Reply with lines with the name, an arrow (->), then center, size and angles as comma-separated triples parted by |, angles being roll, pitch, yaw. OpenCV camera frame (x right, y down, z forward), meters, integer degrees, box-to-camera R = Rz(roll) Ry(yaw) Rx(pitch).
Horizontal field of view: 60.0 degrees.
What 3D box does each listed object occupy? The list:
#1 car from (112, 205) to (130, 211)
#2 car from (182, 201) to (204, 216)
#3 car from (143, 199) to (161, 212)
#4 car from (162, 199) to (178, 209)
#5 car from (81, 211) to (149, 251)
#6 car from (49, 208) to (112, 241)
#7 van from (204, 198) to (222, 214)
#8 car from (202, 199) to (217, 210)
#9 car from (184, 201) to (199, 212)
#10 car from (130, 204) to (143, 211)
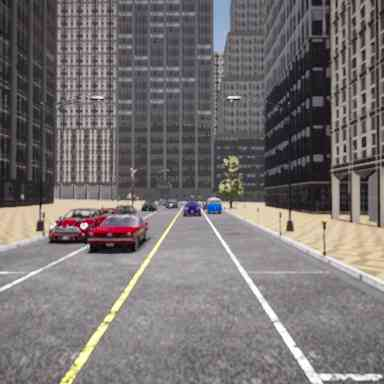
car -> -5.721, 1.761, 22.690 | 1.802, 1.307, 4.206 | 1, 0, 0
car -> 0.024, 1.806, 35.750 | 1.812, 1.442, 4.674 | 0, 0, 0
car -> -5.761, 1.920, 45.260 | 1.947, 1.339, 4.313 | 1, 0, 0
car -> -3.182, 1.905, 53.032 | 2.128, 1.511, 4.902 | 0, 0, 0
car -> -3.125, 1.719, 14.843 | 1.895, 1.301, 4.718 | 0, 0, 0
car -> -5.710, 1.575, 17.048 | 1.967, 1.590, 4.097 | 1, 0, 0
van -> 2.632, 1.651, 39.628 | 1.690, 1.788, 3.998 | 1, 0, 0
car -> 2.611, 1.837, 50.909 | 1.967, 1.590, 4.097 | 1, 0, 0
car -> -0.030, 1.961, 46.051 | 1.895, 1.301, 4.718 | 0, 0, 0
car -> -5.731, 1.789, 28.332 | 1.947, 1.339, 4.313 | 1, 0, 0
